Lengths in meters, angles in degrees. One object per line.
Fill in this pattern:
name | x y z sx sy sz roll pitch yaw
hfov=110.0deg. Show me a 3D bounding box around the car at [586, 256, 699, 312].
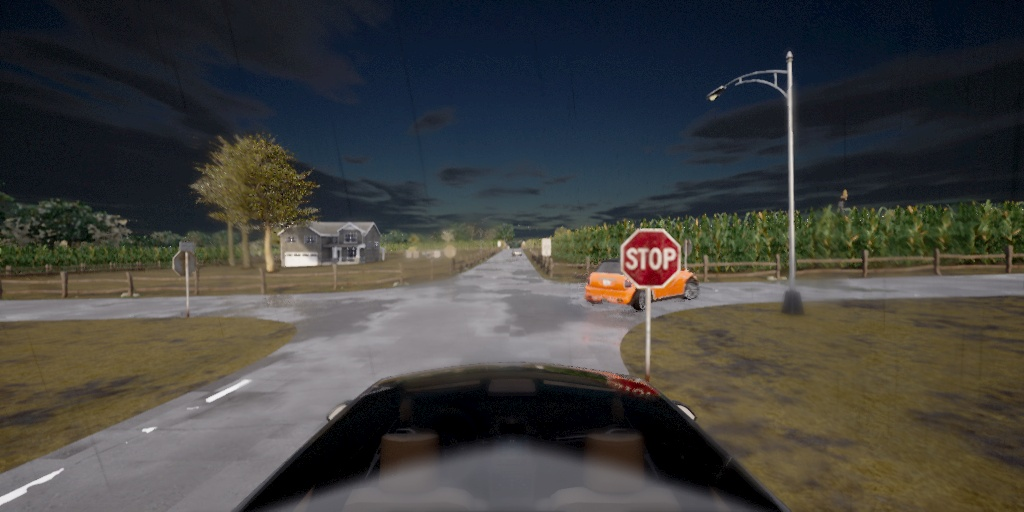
car | 4.807 0.807 13.026 4.553 1.767 2.097 -3 2 -37
